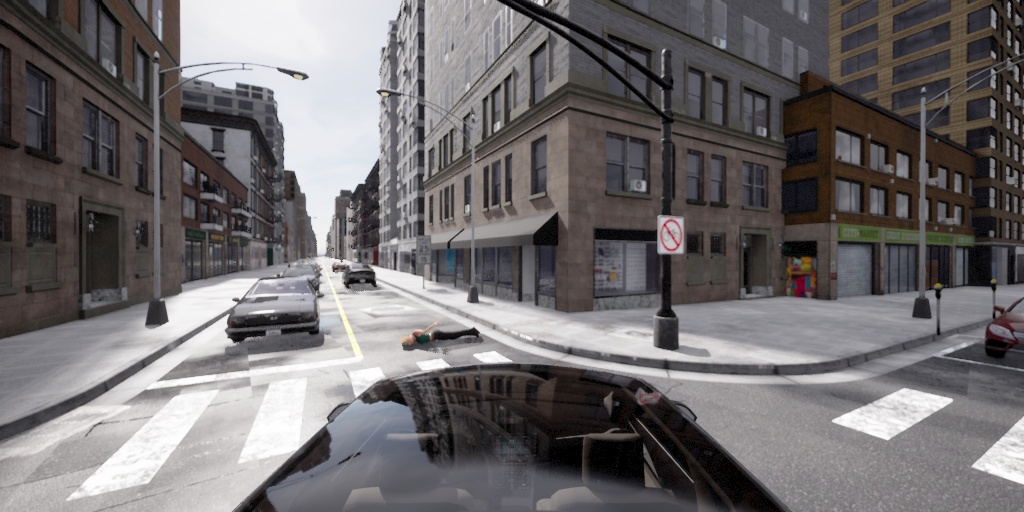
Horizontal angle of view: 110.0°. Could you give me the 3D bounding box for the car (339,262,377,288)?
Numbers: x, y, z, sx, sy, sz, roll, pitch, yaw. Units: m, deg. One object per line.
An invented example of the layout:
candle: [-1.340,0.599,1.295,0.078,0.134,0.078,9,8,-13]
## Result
car: [-10.331,1.268,24.150,1.837,1.490,4.892,0,0,-28]

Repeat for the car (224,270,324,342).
car: [-6.526,1.305,10.259,2.033,1.411,5.357,0,0,-28]

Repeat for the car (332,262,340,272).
car: [-22.251,1.363,46.374,1.895,1.301,4.718,0,0,-28]

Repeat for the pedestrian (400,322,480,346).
pedestrian: [-1.694,1.811,8.241,1.860,0.375,0.375,0,-21,-28]

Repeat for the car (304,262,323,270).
car: [-15.578,1.271,27.178,1.837,1.490,4.892,0,0,-28]

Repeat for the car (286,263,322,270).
car: [-11.056,1.289,18.712,1.812,1.442,4.674,0,0,-28]

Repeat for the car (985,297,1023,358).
car: [11.617,1.461,7.467,4.207,1.307,1.802,0,0,-28]
